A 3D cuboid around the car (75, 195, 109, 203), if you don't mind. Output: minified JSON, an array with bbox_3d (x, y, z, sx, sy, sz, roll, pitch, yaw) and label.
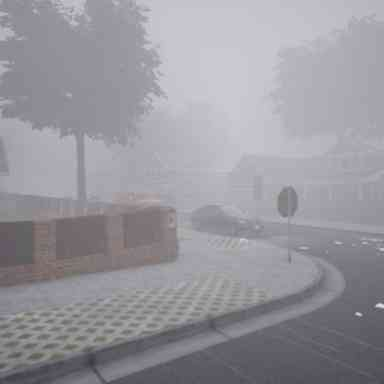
[{"bbox_3d":[-9.840,1.086,33.728,2.128,1.511,4.902,0,1,-35],"label":"car"}]

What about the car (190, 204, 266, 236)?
[{"bbox_3d":[1.712,1.354,17.486,1.812,1.442,4.674,0,1,-36],"label":"car"}]

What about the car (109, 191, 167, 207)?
[{"bbox_3d":[-4.050,0.934,25.557,2.150,2.045,5.566,0,1,-36],"label":"car"}]

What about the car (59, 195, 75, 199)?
[{"bbox_3d":[-15.687,1.073,41.998,1.895,1.301,4.718,0,1,-35],"label":"car"}]
